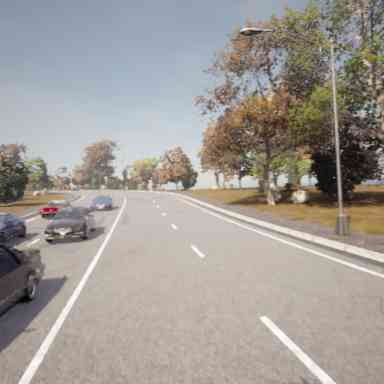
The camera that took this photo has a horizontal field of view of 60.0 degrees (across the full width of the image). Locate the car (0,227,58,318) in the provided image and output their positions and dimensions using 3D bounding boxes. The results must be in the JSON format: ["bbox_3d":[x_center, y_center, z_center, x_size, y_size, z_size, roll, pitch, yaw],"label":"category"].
[{"bbox_3d":[-4.228,1.737,5.837,2.033,1.411,5.357,-3,1,-7],"label":"car"}]

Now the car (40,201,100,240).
[{"bbox_3d":[-6.154,1.551,17.191,1.837,1.490,4.892,-3,2,-9],"label":"car"}]

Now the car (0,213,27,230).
[{"bbox_3d":[-9.518,1.777,16.124,1.812,1.442,4.674,-3,2,-9],"label":"car"}]

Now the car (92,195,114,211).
[{"bbox_3d":[-8.716,1.041,32.628,1.812,1.442,4.674,-3,3,-9],"label":"car"}]

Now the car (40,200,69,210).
[{"bbox_3d":[-11.626,1.443,28.798,1.895,1.301,4.718,-3,3,-9],"label":"car"}]
